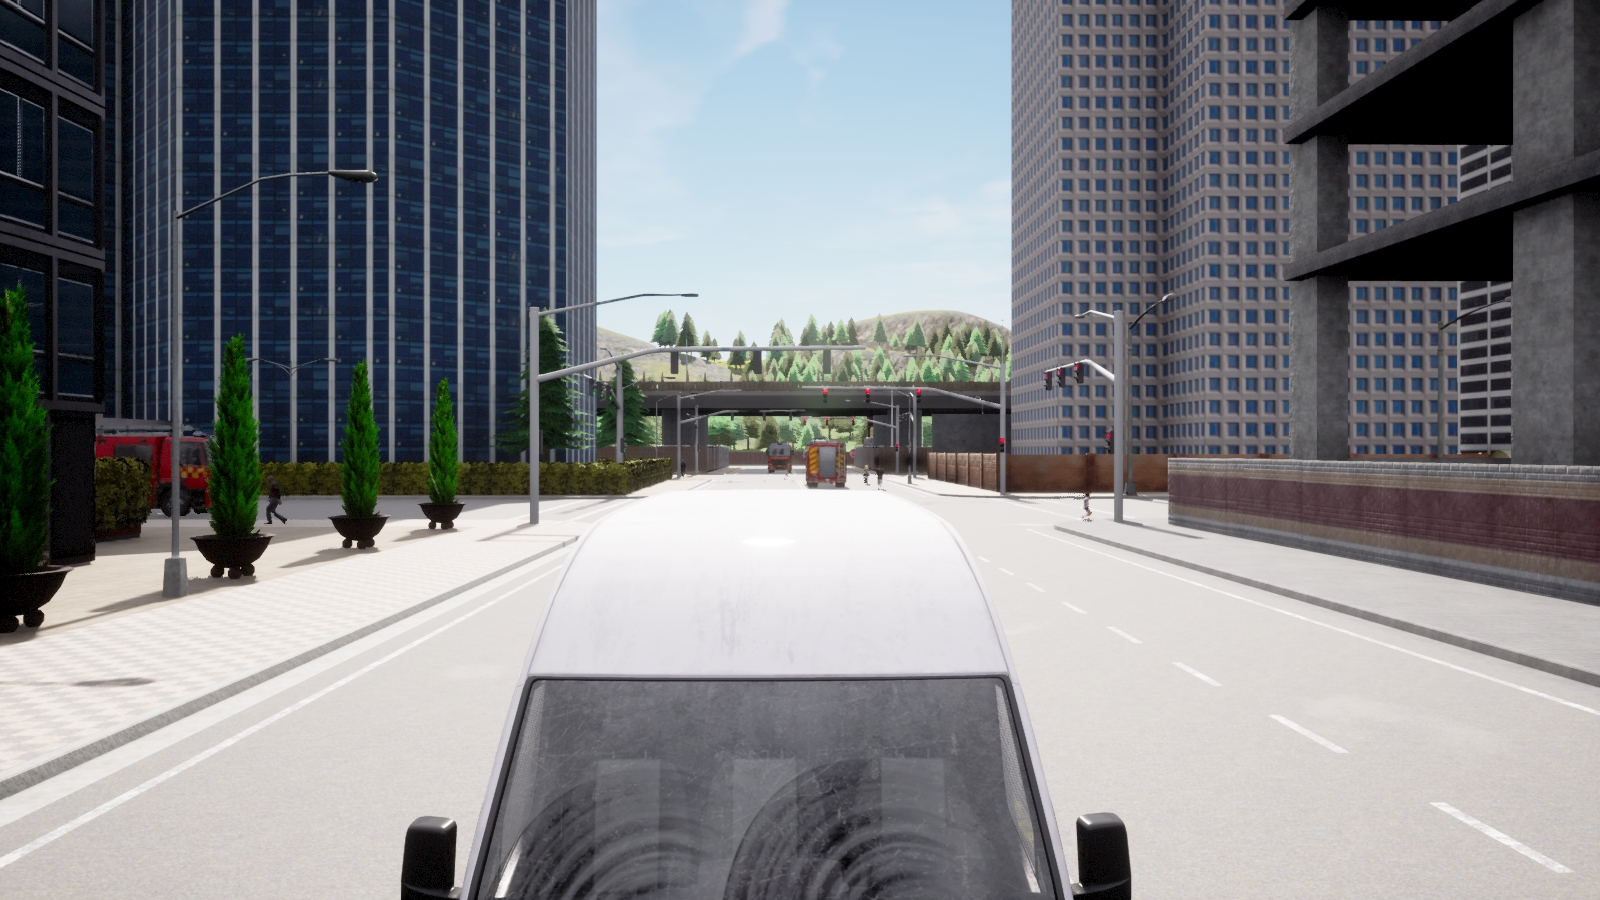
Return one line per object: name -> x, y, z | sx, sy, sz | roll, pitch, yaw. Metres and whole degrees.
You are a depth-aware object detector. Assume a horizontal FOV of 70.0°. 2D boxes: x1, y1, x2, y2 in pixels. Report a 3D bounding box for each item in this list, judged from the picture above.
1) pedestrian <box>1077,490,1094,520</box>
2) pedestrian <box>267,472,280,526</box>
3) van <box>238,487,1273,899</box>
pedestrian -> 10.710, 2.077, 42.838 | 0.500, 1.100, 0.500 | 0, 0, -4
pedestrian -> -18.412, 1.696, 39.950 | 0.375, 1.860, 0.375 | 0, 0, -27
van -> -0.128, 1.535, 5.152 | 1.988, 2.561, 5.915 | 0, 0, -1
